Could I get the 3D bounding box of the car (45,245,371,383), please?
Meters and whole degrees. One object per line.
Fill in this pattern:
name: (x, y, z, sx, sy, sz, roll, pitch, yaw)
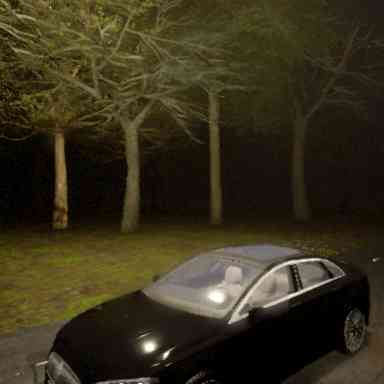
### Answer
car: (0.663, 1.563, 4.507, 4.902, 1.511, 2.128, 0, -1, -40)
